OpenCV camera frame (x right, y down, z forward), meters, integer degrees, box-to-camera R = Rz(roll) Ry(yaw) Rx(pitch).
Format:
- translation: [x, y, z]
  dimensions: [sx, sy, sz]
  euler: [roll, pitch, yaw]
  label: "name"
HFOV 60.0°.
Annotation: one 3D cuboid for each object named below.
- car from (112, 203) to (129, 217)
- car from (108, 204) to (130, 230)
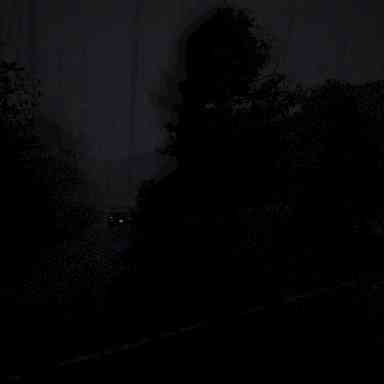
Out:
- translation: [-9.803, 2.414, 45.355]
  dimensions: [1.837, 1.490, 4.892]
  euler: [-6, 0, -16]
  label: "car"
- translation: [-4.866, 1.738, 23.509]
  dimensions: [1.812, 1.442, 4.674]
  euler: [-5, -1, -8]
  label: "car"
